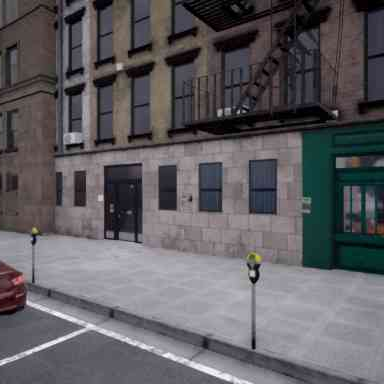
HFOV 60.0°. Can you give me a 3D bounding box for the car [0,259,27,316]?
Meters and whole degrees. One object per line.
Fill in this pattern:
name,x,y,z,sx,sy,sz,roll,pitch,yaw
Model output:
car,-4.707,1.582,6.202,4.206,1.307,1.802,0,0,36
